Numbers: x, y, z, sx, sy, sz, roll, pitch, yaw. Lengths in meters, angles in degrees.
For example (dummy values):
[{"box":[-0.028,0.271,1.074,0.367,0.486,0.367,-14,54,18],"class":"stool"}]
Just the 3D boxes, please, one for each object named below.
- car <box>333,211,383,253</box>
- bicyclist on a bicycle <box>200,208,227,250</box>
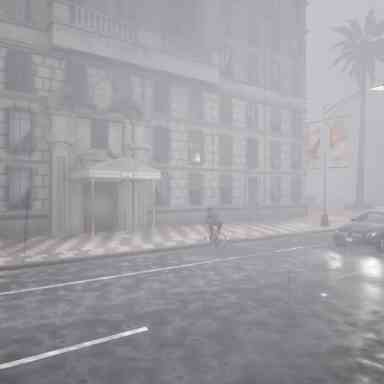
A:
[{"box":[7.804,1.525,13.760,4.674,1.442,1.812,0,0,-34],"class":"car"},{"box":[0.827,1.452,13.296,0.582,1.620,1.656,0,-1,-35],"class":"bicyclist on a bicycle"}]
